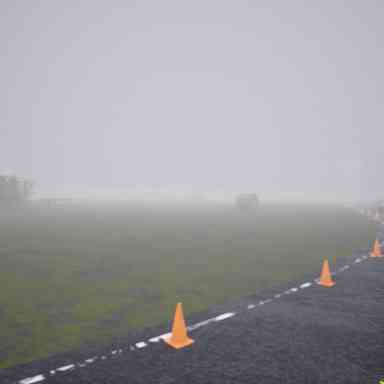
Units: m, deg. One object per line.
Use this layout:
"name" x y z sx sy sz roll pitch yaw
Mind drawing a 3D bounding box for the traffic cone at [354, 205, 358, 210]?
"traffic cone" 21.189 1.966 42.469 0.340 0.580 0.340 0 0 21

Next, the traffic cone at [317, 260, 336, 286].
"traffic cone" 3.341 1.983 8.274 0.340 0.580 0.340 0 0 -45

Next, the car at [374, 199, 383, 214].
"car" 20.855 1.479 35.750 1.882 1.535 5.008 0 0 21

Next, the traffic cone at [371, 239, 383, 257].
"traffic cone" 6.558 1.974 11.794 0.340 0.580 0.340 0 0 40

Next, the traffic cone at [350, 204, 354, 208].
"traffic cone" 22.964 1.965 47.144 0.340 0.580 0.340 0 0 21

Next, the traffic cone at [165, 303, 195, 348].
"traffic cone" -0.188 1.988 5.071 0.340 0.580 0.340 0 0 -40
